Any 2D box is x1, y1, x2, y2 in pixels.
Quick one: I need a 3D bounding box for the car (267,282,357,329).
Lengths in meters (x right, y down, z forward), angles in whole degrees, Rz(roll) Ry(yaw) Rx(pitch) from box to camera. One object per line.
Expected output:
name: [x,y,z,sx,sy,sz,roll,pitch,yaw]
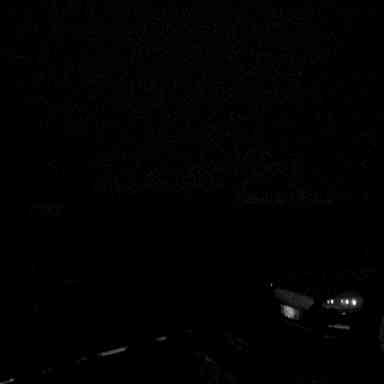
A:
car: [3.476,1.483,6.189,4.902,1.511,2.128,0,-1,-33]
